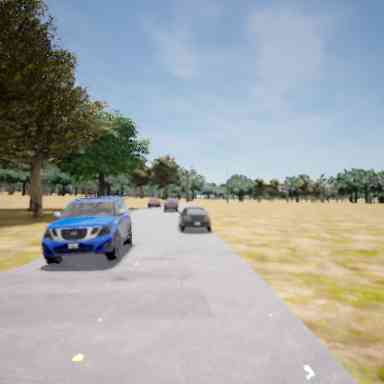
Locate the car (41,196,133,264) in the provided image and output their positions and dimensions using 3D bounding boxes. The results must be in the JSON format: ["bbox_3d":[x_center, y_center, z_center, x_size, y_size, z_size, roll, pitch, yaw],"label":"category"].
[{"bbox_3d":[-3.540,1.206,12.292,2.150,2.045,5.566,-3,0,-3],"label":"car"}]

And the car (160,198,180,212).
[{"bbox_3d":[-2.718,1.751,43.289,2.128,1.511,4.902,0,0,-4],"label":"car"}]

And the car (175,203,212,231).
[{"bbox_3d":[0.123,1.627,21.063,1.812,1.442,4.674,1,-1,-5],"label":"car"}]

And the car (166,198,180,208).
[{"bbox_3d":[-3.211,1.841,57.435,1.882,1.535,5.008,0,0,2],"label":"car"}]

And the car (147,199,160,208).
[{"bbox_3d":[-6.247,1.832,55.543,1.882,1.535,5.008,0,0,1],"label":"car"}]
